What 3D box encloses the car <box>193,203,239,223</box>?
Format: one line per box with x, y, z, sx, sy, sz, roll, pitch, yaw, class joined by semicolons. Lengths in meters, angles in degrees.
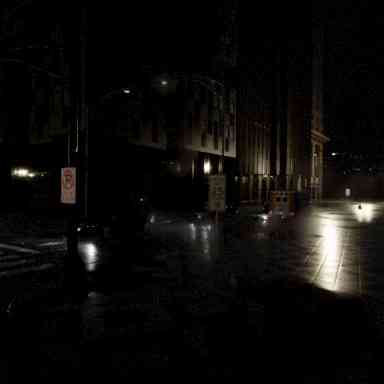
1.959;1.574;26.320;2.128;1.511;4.902;1;0;35;car

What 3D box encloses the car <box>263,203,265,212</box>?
10.026;1.343;37.700;2.150;2.045;5.566;1;1;35;car

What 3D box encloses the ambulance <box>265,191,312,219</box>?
9.597;1.182;31.749;2.351;2.431;6.366;1;0;35;ambulance

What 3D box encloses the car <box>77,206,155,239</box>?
-4.039;1.551;17.852;1.837;1.490;4.892;1;0;34;car
